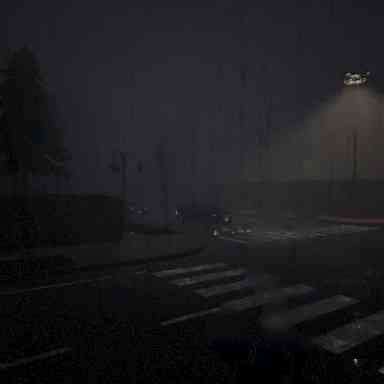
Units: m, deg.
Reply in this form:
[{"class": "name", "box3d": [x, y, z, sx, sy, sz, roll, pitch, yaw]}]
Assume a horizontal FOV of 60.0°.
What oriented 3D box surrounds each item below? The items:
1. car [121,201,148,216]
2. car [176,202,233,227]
[{"class": "car", "box3d": [-6.135, 1.589, 32.639, 1.895, 1.301, 4.718, 0, 0, -35]}, {"class": "car", "box3d": [0.750, 1.479, 22.916, 2.128, 1.511, 4.902, 0, 0, -35]}]
